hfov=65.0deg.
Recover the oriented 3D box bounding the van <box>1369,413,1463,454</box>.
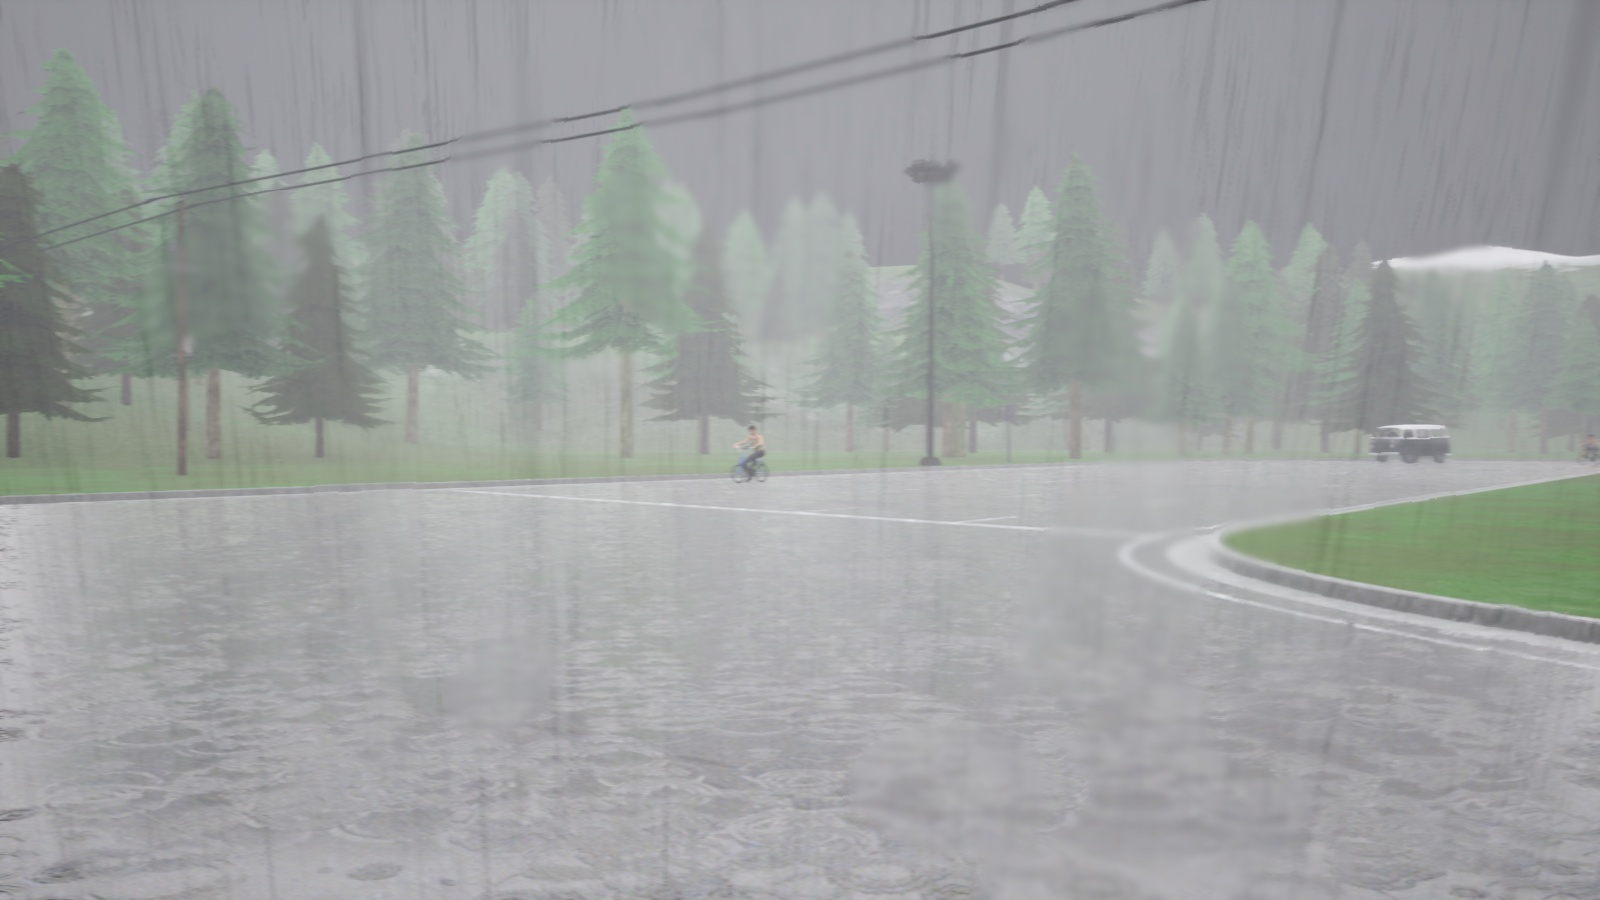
[{"bbox_3d":[31.457,-0.856,64.113,4.480,2.038,2.069,-1,1,-28],"label":"van"}]

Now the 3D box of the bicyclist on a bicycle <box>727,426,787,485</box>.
[{"bbox_3d":[-1.193,0.140,34.934,0.866,1.612,1.509,0,1,40],"label":"bicyclist on a bicycle"}]
